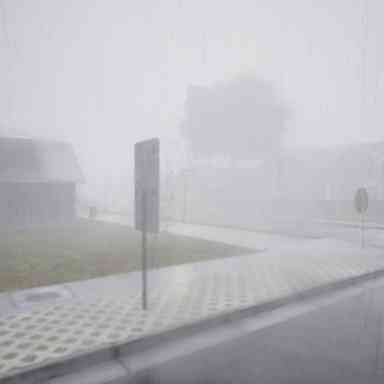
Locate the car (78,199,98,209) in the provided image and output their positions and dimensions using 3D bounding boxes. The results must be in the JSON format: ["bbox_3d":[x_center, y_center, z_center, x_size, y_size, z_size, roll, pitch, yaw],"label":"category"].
[{"bbox_3d":[-15.412,1.747,49.241,1.837,1.490,4.892,0,0,-35],"label":"car"}]
